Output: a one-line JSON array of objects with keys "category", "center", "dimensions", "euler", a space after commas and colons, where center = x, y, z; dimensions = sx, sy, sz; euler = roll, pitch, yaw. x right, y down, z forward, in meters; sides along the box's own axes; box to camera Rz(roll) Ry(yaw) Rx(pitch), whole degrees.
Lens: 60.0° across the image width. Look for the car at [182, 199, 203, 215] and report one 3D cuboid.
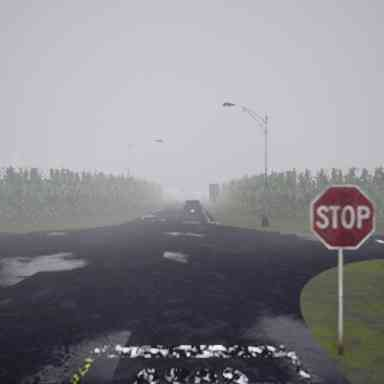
[{"category": "car", "center": [0.052, 1.498, 33.613], "dimensions": [1.837, 1.490, 4.892], "euler": [0, 0, 0]}]
